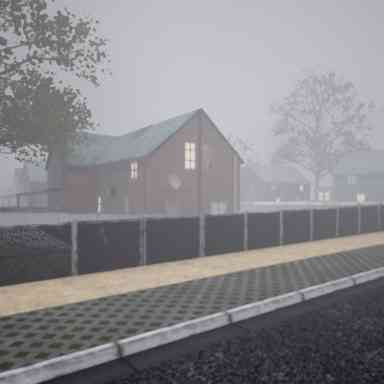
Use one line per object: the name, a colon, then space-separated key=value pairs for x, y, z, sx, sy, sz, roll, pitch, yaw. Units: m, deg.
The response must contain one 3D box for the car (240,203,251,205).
car: x=6.689 y=2.074 z=39.235 sx=1.882 sy=1.535 sz=5.008 roll=0 pitch=-2 yaw=-35
